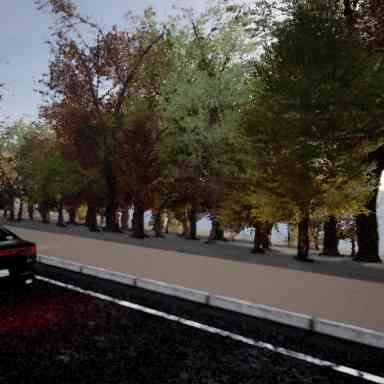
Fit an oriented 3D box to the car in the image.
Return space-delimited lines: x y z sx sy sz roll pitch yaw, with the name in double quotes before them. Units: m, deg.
"car" -5.567 1.339 7.653 5.008 1.535 1.882 1 1 35
